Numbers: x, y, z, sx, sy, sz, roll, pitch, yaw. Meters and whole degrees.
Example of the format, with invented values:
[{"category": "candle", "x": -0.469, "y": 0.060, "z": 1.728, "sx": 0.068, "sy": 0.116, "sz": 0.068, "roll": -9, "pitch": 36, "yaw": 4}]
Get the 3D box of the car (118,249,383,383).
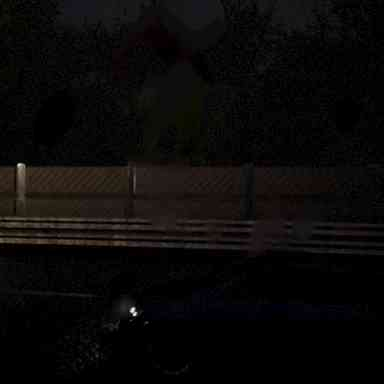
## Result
[{"category": "car", "x": 1.138, "y": 1.547, "z": 4.654, "sx": 4.181, "sy": 1.385, "sz": 1.994, "roll": 0, "pitch": 0, "yaw": 9}]
